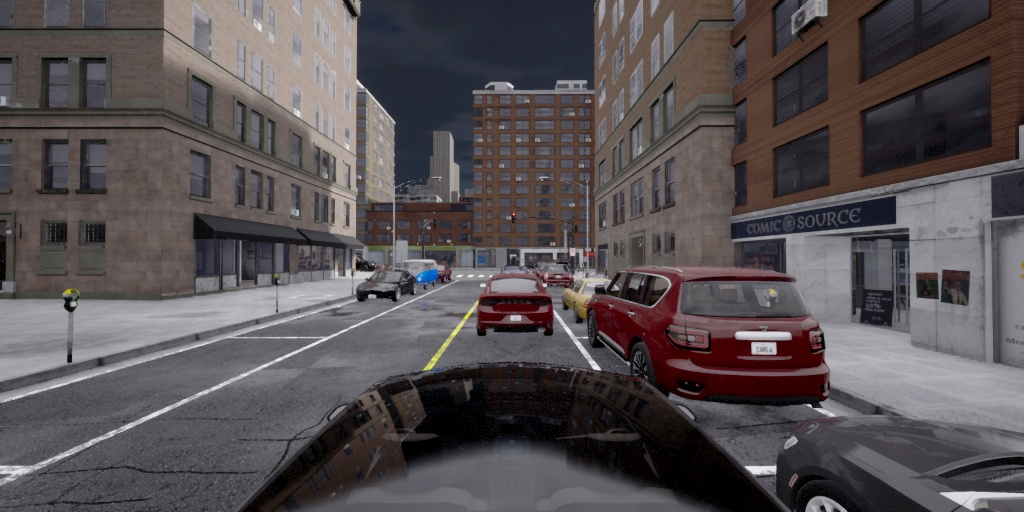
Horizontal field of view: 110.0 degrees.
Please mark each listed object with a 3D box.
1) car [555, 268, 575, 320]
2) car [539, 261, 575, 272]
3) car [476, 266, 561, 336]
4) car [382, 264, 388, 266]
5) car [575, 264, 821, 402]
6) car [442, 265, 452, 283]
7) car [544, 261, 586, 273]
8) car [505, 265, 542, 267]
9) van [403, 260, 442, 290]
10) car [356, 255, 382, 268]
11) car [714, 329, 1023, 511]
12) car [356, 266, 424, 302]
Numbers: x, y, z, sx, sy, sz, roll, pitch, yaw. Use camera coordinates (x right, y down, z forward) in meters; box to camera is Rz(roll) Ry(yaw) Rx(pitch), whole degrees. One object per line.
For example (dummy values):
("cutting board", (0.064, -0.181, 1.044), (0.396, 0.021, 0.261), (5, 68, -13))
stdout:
("car", (2.679, 1.284, 11.855), (1.751, 1.417, 4.829), (0, 0, 0))
("car", (2.690, 1.213, 22.650), (1.967, 1.591, 4.097), (0, 0, 0))
("car", (0.056, 1.235, 10.480), (1.882, 1.535, 5.008), (0, 0, -1))
("car", (-17.439, 1.226, 44.308), (4.181, 1.385, 1.994), (0, -1, 0))
("car", (2.674, 1.068, 6.202), (2.192, 1.841, 5.009), (0, 0, 0))
("car", (-5.829, 1.326, 28.143), (1.888, 1.381, 4.507), (0, 0, 0))
("car", (6.460, 1.347, 44.137), (4.892, 1.490, 1.837), (0, -1, 0))
("car", (0.115, 1.259, 18.017), (2.128, 1.511, 4.902), (0, 0, 0))
("van", (-5.835, 1.114, 22.661), (1.690, 1.789, 3.998), (0, 0, 0))
("car", (-18.352, 0.842, 41.071), (5.566, 2.045, 2.150), (0, -1, 0))
("car", (2.668, 1.300, 0.721), (2.007, 1.370, 4.403), (0, 0, 0))
("car", (-5.841, 1.331, 17.178), (1.948, 1.339, 4.313), (0, 0, 0))
